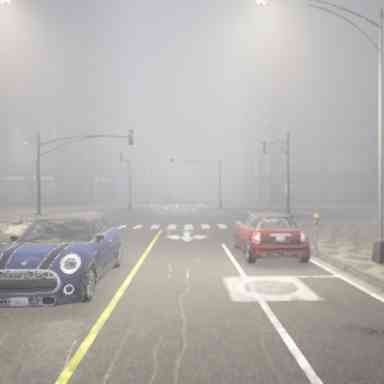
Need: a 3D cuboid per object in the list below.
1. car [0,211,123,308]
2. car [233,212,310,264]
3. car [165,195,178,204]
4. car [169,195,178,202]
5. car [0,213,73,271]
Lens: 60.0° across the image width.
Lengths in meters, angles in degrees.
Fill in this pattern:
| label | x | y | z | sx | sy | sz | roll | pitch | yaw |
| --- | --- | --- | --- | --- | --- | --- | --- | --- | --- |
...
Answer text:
| label | x | y | z | sx | sy | sz | roll | pitch | yaw |
| --- | --- | --- | --- | --- | --- | --- | --- | --- | --- |
| car | -3.112 | 1.347 | 8.152 | 2.097 | 1.767 | 4.553 | 0 | 0 | -1 |
| car | 2.591 | 1.404 | 11.759 | 1.967 | 1.590 | 4.097 | -1 | 0 | -1 |
| car | -4.023 | 1.418 | 62.367 | 1.837 | 1.490 | 4.892 | 0 | 0 | -1 |
| car | -4.301 | 1.431 | 77.856 | 2.128 | 1.511 | 4.902 | 0 | 0 | -1 |
| car | -5.932 | 1.552 | 11.623 | 2.008 | 1.369 | 4.403 | -1 | 0 | -1 |
